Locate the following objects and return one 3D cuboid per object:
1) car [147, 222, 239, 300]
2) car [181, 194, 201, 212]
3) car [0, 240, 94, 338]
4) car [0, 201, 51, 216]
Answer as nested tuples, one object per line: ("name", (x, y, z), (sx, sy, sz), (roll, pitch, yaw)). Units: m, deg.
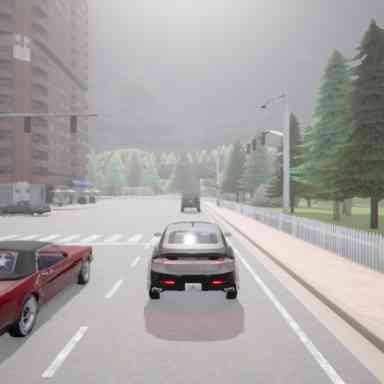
("car", (0.021, 1.490, 8.398), (2.128, 1.511, 4.902), (0, 0, 0))
("car", (-0.163, 1.213, 39.365), (2.150, 2.045, 5.566), (0, -1, 0))
("car", (-3.452, 1.600, 6.548), (1.895, 1.301, 4.718), (0, 0, 0))
("car", (-16.685, 1.594, 32.654), (5.357, 1.411, 2.033), (0, 0, 8))
